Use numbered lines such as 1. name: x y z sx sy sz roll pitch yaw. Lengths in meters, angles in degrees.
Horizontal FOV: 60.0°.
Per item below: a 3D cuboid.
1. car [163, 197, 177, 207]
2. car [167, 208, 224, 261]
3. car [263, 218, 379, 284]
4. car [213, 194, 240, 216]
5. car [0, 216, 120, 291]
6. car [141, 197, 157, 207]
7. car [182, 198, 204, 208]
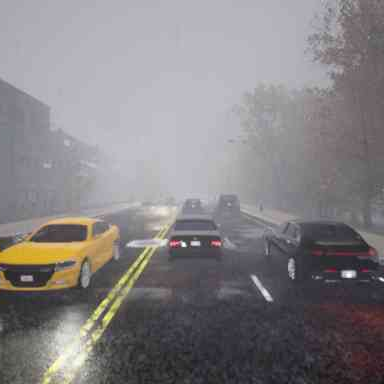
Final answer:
1. car: -3.320 1.505 51.081 1.837 1.490 4.892 0 0 0
2. car: 0.099 1.548 12.179 2.033 1.411 5.357 0 0 0
3. car: 3.351 1.505 9.519 1.837 1.490 4.892 0 0 0
4. car: 3.354 1.223 32.452 2.150 2.045 5.566 0 0 0
5. car: -3.350 1.478 9.236 1.882 1.535 5.008 0 0 0
6. car: -6.556 1.549 51.623 2.033 1.411 5.357 0 0 1
7. car: 0.104 1.353 32.848 2.097 1.767 4.553 0 0 0
